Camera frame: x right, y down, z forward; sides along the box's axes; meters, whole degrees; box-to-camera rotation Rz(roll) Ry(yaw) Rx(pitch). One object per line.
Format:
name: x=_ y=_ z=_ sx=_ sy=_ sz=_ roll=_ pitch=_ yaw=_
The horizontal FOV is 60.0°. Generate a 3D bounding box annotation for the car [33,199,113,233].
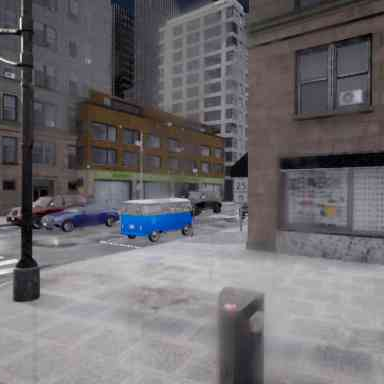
car: x=-6.201 y=1.351 z=18.938 sx=1.812 sy=1.442 sz=4.674 roll=0 pitch=1 yaw=35

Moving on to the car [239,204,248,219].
car: x=5.010 y=1.280 z=24.629 sx=2.008 sy=1.369 sz=4.403 roll=1 pitch=1 yaw=35

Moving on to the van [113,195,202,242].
van: x=-1.462 y=1.208 z=15.465 sx=1.690 sy=1.788 sz=3.998 roll=1 pitch=1 yaw=35

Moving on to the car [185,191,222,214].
car: x=0.515 y=0.904 z=28.441 sx=2.150 sy=2.045 sz=5.566 roll=0 pitch=1 yaw=35

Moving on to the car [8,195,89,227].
car: x=-8.424 y=1.123 z=20.384 sx=2.192 sy=1.841 sz=5.009 roll=1 pitch=1 yaw=35

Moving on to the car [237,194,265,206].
car: x=7.759 y=1.027 z=43.292 sx=1.947 sy=1.339 sz=4.313 roll=1 pitch=2 yaw=35

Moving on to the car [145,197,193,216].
car: x=-1.952 y=1.215 z=29.549 sx=1.887 sy=1.381 sz=4.507 roll=1 pitch=1 yaw=35
